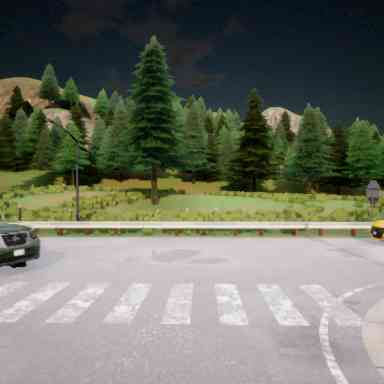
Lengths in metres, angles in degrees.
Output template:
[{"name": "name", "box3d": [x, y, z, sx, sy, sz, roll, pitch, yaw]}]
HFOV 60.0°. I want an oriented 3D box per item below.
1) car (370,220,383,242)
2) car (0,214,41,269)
[{"name": "car", "box3d": [10.249, 1.476, 14.067, 5.008, 1.535, 1.882, 0, 0, 1]}, {"name": "car", "box3d": [-7.088, 1.220, 9.534, 5.566, 2.045, 2.150, 0, -1, 19]}]
